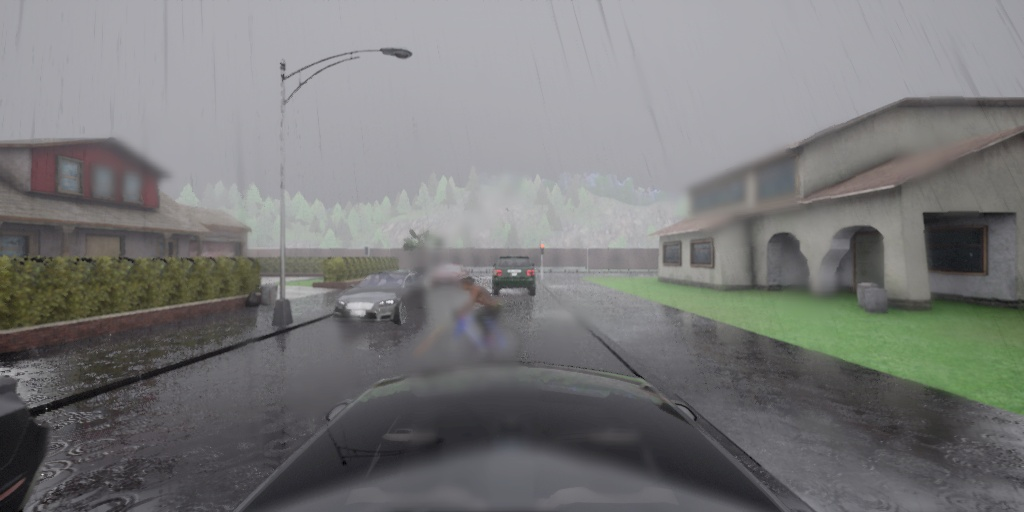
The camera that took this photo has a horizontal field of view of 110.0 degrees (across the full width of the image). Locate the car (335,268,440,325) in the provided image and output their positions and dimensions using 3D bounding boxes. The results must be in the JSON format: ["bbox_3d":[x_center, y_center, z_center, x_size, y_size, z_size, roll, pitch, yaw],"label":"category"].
[{"bbox_3d":[-4.075,1.275,12.017,2.128,1.511,4.902,0,0,0],"label":"car"}]

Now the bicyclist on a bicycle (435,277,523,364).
[{"bbox_3d":[-0.627,1.214,6.683,1.656,1.620,0.582,-2,0,0],"label":"bicyclist on a bicycle"}]

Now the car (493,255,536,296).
[{"bbox_3d":[0.122,1.022,19.853,2.150,2.045,5.566,0,-1,0],"label":"car"}]

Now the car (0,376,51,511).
[{"bbox_3d":[-4.109,1.251,0.344,1.837,1.490,4.892,0,0,0],"label":"car"}]

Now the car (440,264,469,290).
[{"bbox_3d":[-3.968,1.299,23.688,1.882,1.535,5.008,0,0,0],"label":"car"}]
